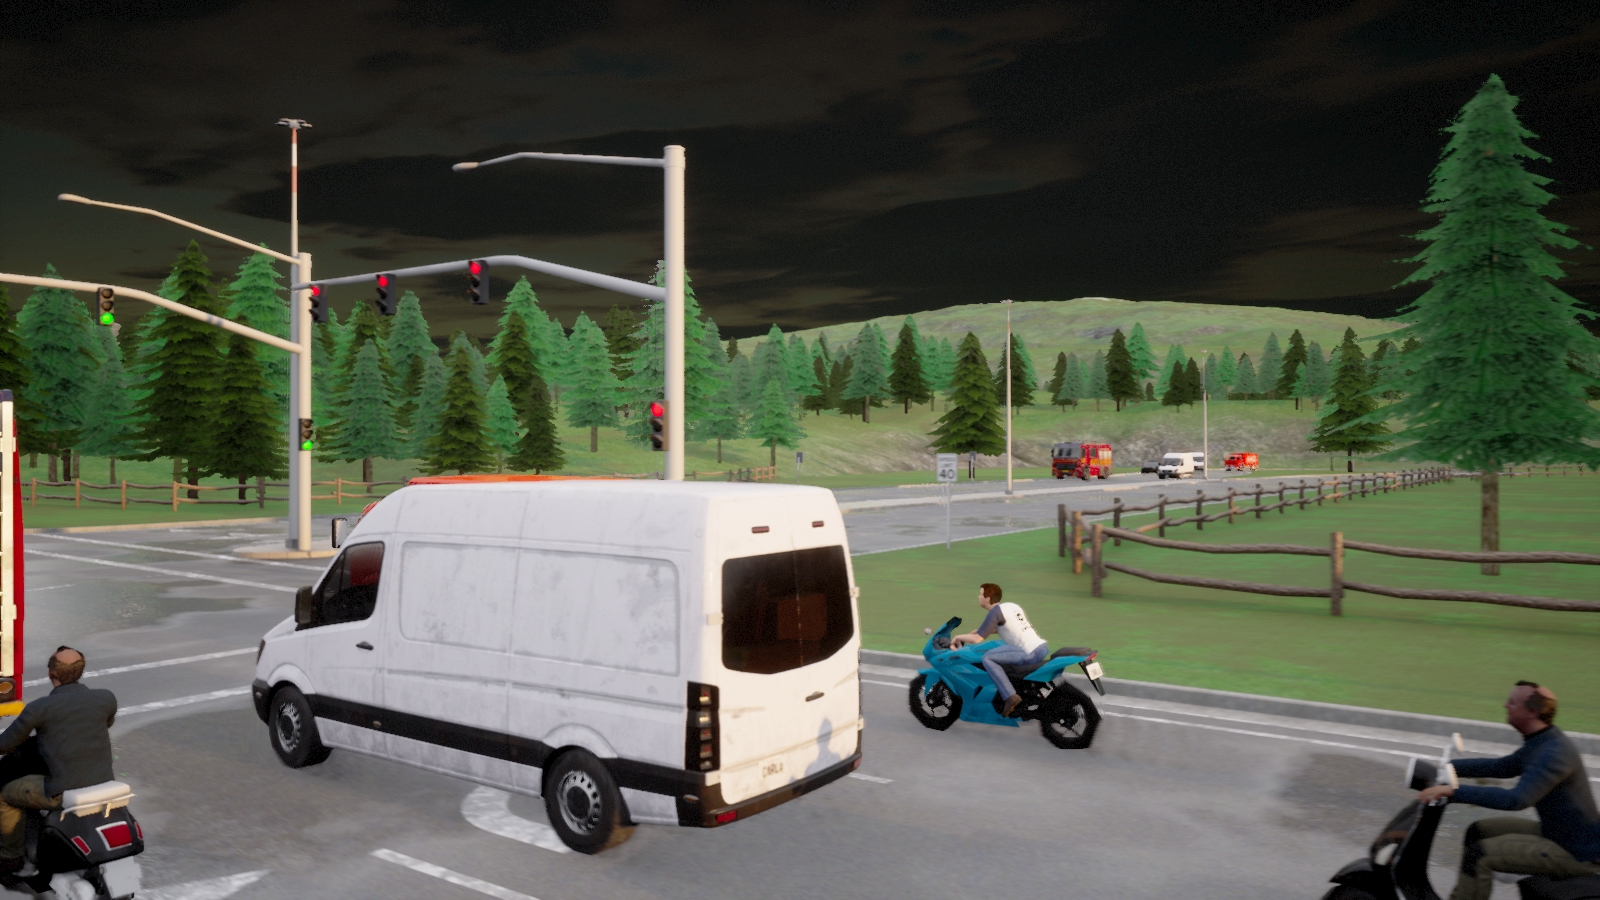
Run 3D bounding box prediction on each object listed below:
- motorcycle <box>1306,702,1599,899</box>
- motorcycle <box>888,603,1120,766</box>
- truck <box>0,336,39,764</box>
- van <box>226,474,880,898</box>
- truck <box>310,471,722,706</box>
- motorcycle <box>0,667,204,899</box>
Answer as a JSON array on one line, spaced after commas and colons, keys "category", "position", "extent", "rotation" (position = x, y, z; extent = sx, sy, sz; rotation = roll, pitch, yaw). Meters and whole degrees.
[{"category": "motorcycle", "position": [3.654, 2.143, 5.898], "extent": [1.805, 1.316, 0.856], "rotation": [0, 0, 32]}, {"category": "motorcycle", "position": [1.934, 2.190, 10.975], "extent": [2.033, 1.199, 0.803], "rotation": [0, 0, 35]}, {"category": "truck", "position": [-11.051, 0.902, 12.269], "extent": [8.468, 3.827, 2.891], "rotation": [0, 0, 43]}, {"category": "van", "position": [-2.365, 1.541, 9.741], "extent": [5.915, 2.561, 1.988], "rotation": [0, 0, 36]}, {"category": "truck", "position": [-3.876, 1.581, 15.218], "extent": [5.204, 2.467, 2.627], "rotation": [0, 0, 37]}, {"category": "motorcycle", "position": [-4.532, 2.148, 6.968], "extent": [1.805, 1.316, 0.856], "rotation": [0, 0, 35]}]
